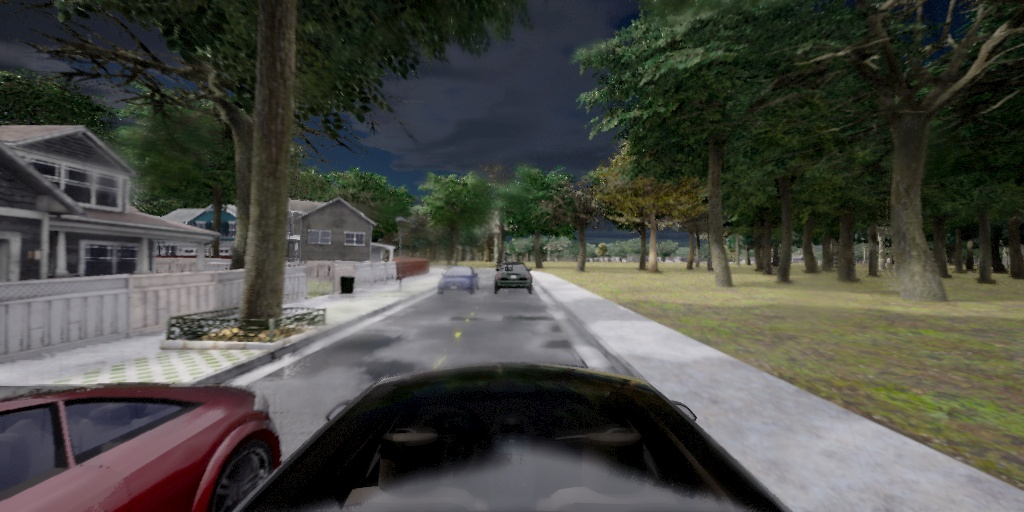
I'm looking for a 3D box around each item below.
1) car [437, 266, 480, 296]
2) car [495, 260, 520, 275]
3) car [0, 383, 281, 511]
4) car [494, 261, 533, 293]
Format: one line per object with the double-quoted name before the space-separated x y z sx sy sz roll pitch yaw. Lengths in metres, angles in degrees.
"car" -2.801 1.289 19.690 1.812 1.442 4.674 0 0 0
"car" -0.601 1.287 41.432 2.128 1.511 4.902 1 0 -9
"car" -2.834 1.314 1.133 1.994 1.385 4.181 0 0 0
"car" 0.092 1.117 20.910 2.097 1.767 4.553 0 0 0
